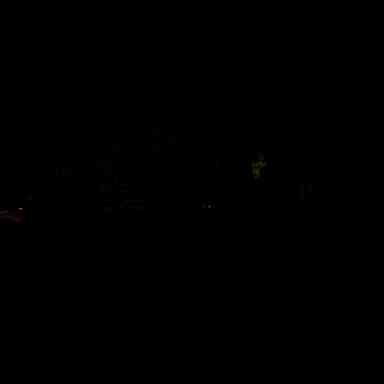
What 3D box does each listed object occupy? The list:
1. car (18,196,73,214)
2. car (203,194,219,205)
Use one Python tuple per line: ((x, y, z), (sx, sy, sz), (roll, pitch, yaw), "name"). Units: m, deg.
((-13.198, 1.164, 30.317), (1.837, 1.490, 4.892), (1, 1, 35), "car")
((4.012, 1.336, 60.607), (2.150, 2.045, 5.566), (1, -1, 35), "car")
